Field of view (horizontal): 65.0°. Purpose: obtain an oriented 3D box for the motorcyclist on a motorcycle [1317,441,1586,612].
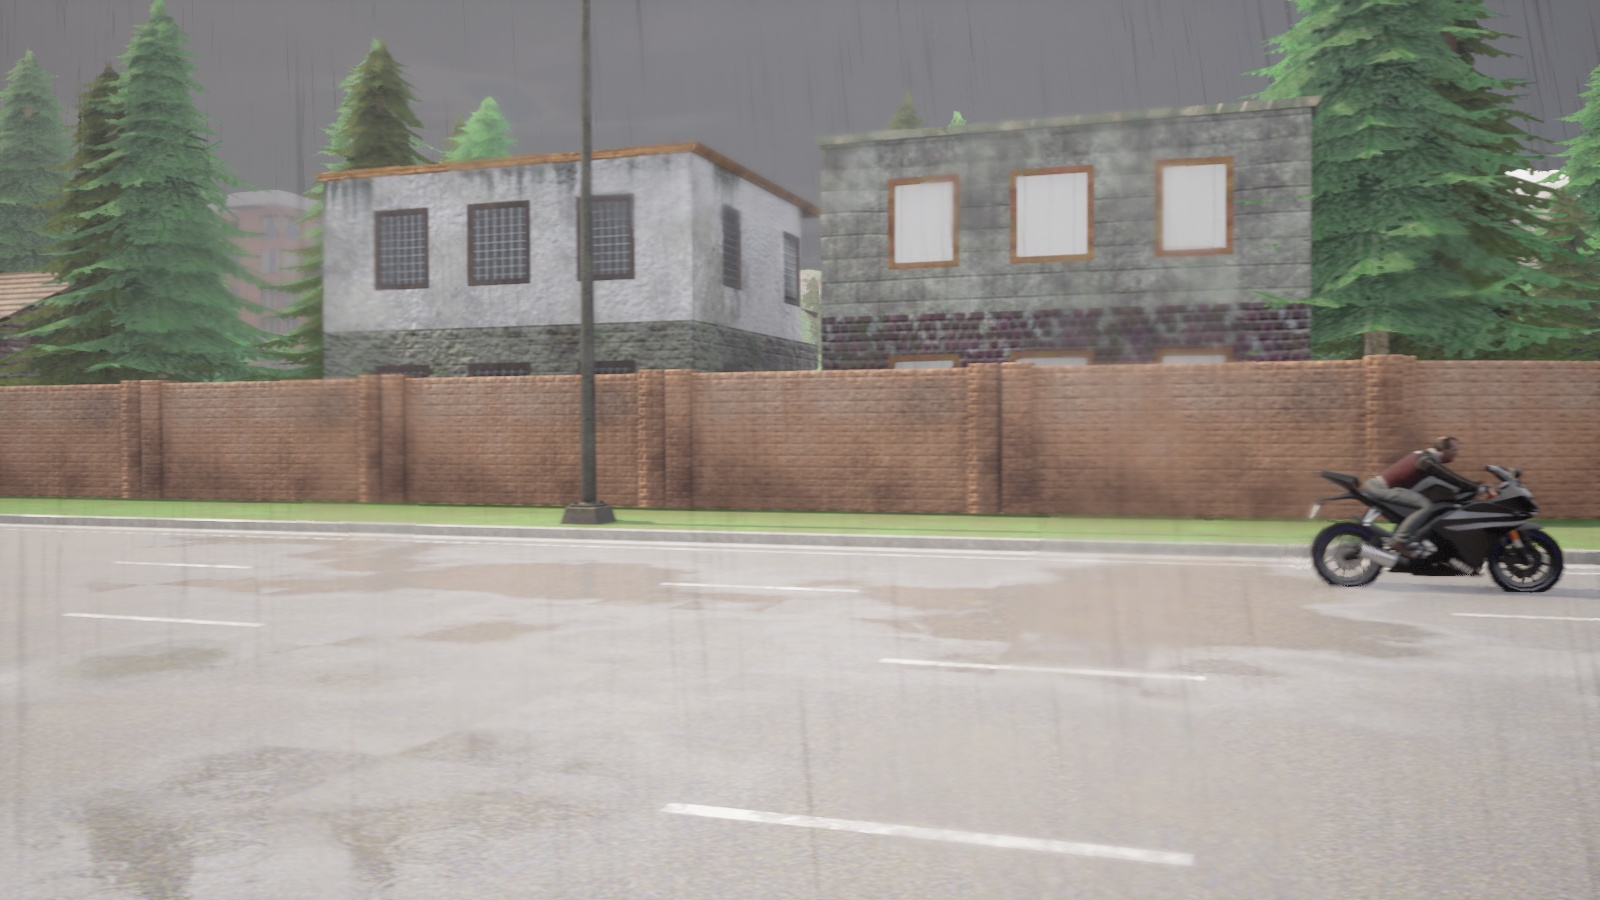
[{"bbox_3d":[6.232,0.690,12.174,2.191,1.530,0.866,1,1,19],"label":"motorcyclist on a motorcycle"}]
